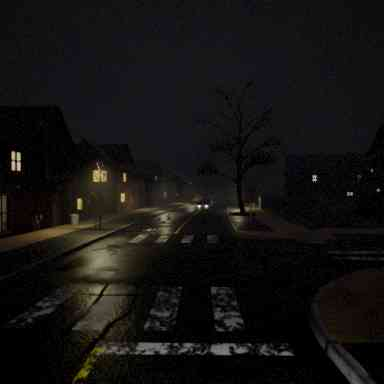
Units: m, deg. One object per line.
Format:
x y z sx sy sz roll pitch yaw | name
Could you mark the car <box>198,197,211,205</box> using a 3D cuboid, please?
2.204 1.526 58.118 2.033 1.411 5.357 0 0 9 | car
